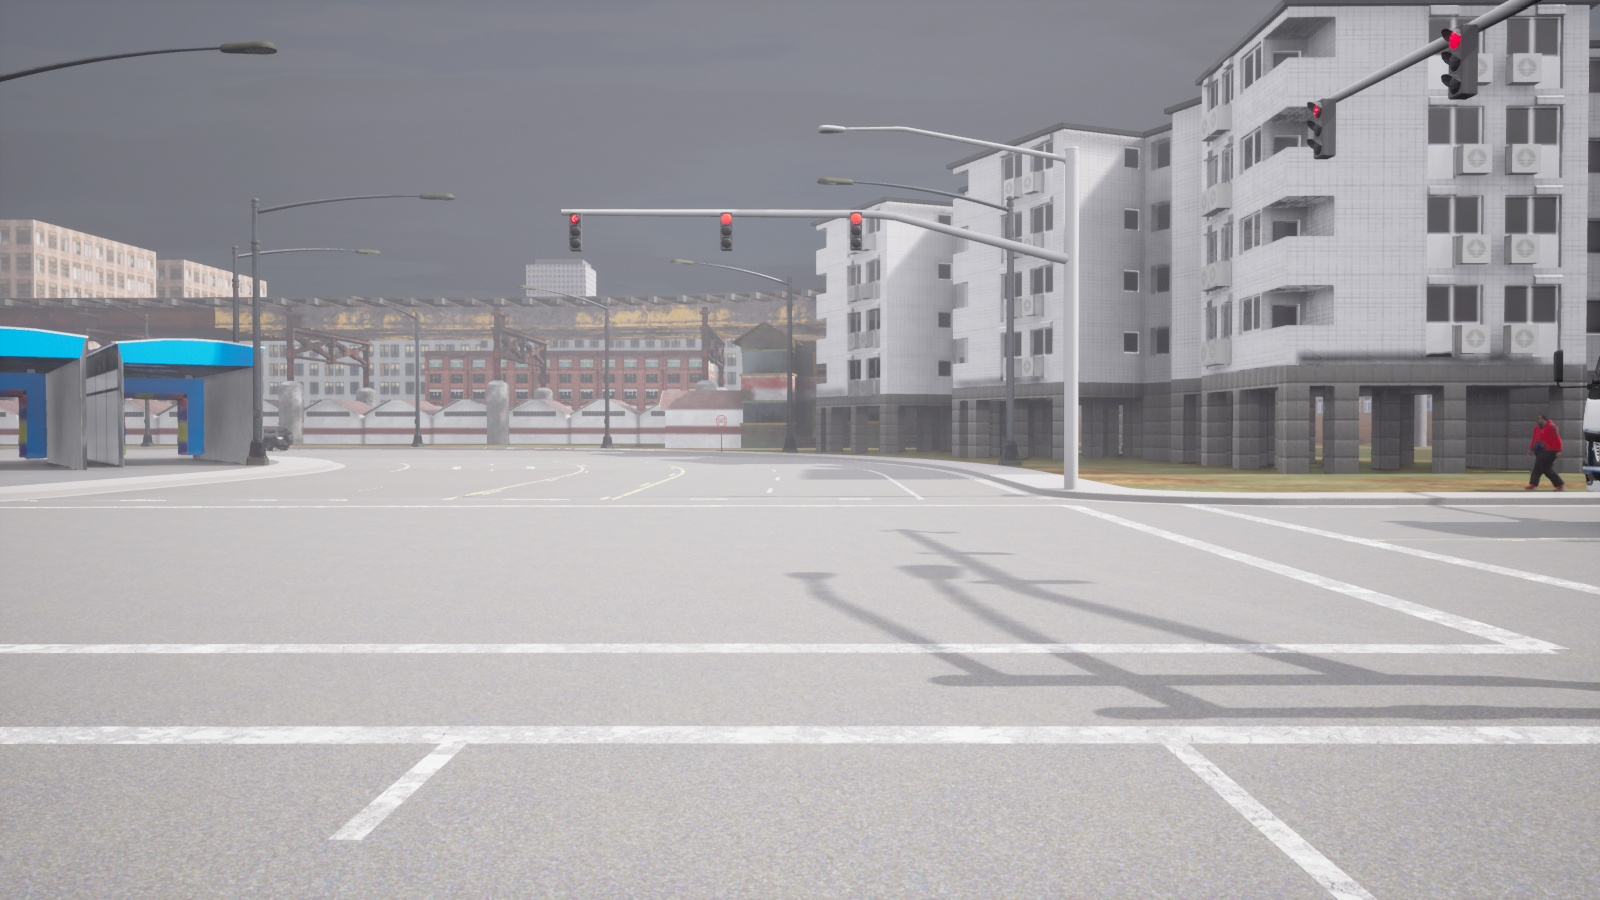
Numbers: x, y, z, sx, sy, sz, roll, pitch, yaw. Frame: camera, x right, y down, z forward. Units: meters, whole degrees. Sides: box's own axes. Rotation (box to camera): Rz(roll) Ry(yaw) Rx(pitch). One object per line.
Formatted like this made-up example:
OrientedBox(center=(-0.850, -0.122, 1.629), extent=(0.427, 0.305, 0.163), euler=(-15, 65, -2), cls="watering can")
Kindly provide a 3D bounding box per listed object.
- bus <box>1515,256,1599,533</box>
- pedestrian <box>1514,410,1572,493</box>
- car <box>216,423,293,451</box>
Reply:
OrientedBox(center=(17.421, -0.860, 19.572), extent=(10.273, 4.253, 3.944), euler=(0, 1, -1), cls="bus")
OrientedBox(center=(16.600, 0.030, 28.071), extent=(0.899, 1.844, 0.634), euler=(0, 1, 0), cls="pedestrian")
OrientedBox(center=(-38.023, -0.895, 87.498), extent=(4.605, 1.855, 1.932), euler=(0, 0, 10), cls="car")
